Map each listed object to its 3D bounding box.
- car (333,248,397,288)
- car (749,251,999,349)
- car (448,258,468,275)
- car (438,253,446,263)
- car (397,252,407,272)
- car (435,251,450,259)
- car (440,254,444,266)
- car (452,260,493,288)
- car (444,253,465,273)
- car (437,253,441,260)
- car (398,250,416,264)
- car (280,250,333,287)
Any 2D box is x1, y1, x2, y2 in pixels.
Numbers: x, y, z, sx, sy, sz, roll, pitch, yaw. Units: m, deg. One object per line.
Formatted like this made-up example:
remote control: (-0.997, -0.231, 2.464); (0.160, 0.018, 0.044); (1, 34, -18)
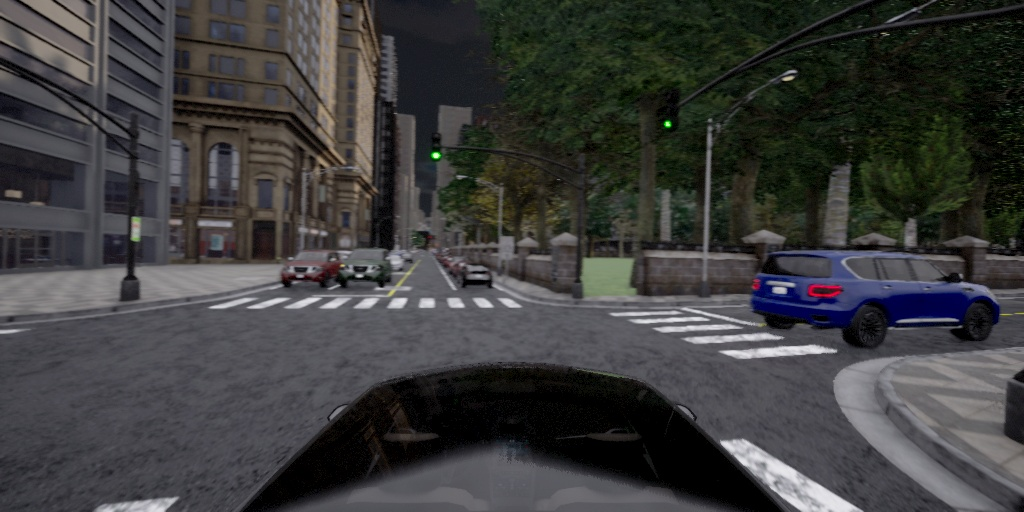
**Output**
car: (-7.985, 0.567, 20.057); (2.150, 2.045, 5.566); (2, 0, -13)
car: (8.728, 0.913, 8.802); (5.566, 2.045, 2.150); (1, 1, -13)
car: (-3.495, 1.013, 26.520); (1.802, 1.307, 4.207); (0, 0, -13)
car: (-8.416, 0.629, 47.633); (1.888, 1.381, 4.507); (0, 0, -13)
car: (-11.084, 0.657, 33.388); (1.812, 1.442, 4.674); (2, 0, -13)
car: (-10.877, 0.220, 58.190); (2.192, 1.841, 5.009); (0, 0, -13)
car: (-7.186, 0.754, 42.355); (1.802, 1.307, 4.207); (0, 0, -13)
car: (-2.265, 1.081, 21.242); (1.948, 1.339, 4.313); (0, 0, -13)
car: (-4.725, 0.785, 31.799); (1.967, 1.591, 4.097); (0, 0, -13)
car: (-9.647, 0.561, 52.912); (1.948, 1.339, 4.313); (0, 0, -13)
car: (-15.251, 0.309, 51.565); (1.882, 1.535, 5.008); (2, 0, -13)
car: (-10.567, 0.586, 19.323); (2.192, 1.841, 5.009); (0, 0, -13)
